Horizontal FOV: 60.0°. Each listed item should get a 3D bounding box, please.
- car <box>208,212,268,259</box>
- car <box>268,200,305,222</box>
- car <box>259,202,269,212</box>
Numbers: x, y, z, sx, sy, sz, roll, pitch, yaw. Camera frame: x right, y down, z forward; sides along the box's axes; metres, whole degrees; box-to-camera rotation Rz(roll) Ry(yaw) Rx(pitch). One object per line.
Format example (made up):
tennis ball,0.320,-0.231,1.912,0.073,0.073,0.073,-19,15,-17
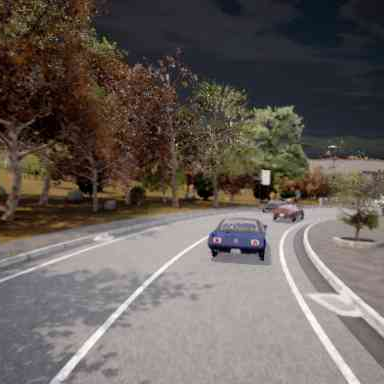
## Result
car,1.933,1.623,12.809,1.895,1.301,4.718,2,0,13
car,8.303,1.709,28.415,1.812,1.442,4.674,3,1,30
car,9.374,1.626,36.901,2.033,1.411,5.357,5,2,36
